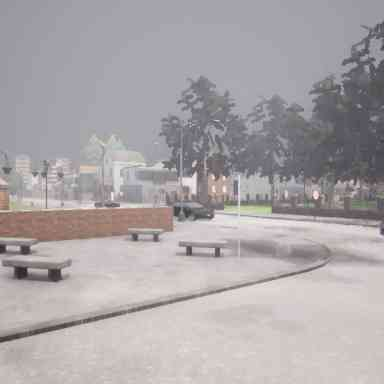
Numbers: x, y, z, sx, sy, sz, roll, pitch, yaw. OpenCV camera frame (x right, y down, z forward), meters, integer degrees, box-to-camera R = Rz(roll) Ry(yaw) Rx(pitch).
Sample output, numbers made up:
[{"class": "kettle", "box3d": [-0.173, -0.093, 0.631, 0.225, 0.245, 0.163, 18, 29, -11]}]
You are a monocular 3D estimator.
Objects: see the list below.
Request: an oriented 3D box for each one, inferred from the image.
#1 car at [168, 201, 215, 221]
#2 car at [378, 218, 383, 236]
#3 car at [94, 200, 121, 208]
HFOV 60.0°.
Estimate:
[{"class": "car", "box3d": [-0.172, 1.478, 27.151, 1.882, 1.535, 5.008, 0, 0, -35]}, {"class": "car", "box3d": [10.534, 1.525, 14.006, 4.674, 1.442, 1.812, 0, 0, 36]}, {"class": "car", "box3d": [-10.765, 1.601, 42.211, 1.895, 1.301, 4.718, 0, 0, -35]}]
